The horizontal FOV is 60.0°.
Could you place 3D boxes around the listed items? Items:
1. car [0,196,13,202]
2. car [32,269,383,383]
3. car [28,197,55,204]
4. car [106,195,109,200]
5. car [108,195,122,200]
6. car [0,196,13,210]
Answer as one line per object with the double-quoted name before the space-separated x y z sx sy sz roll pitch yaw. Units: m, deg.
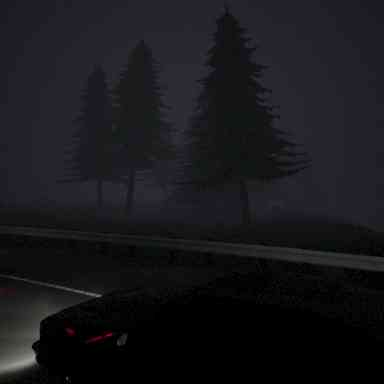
"car" -42.639 1.540 74.377 2.033 1.411 5.357 0 0 5
"car" 0.724 1.547 3.214 5.357 1.411 2.033 0 0 34
"car" -24.620 1.491 54.766 2.128 1.511 4.902 0 0 14
"car" -22.594 1.478 91.437 1.882 1.535 5.008 0 0 -11
"car" -18.097 1.540 80.418 2.033 1.411 5.357 0 0 -3
"car" -24.770 1.351 40.462 2.097 1.767 4.553 0 0 15
